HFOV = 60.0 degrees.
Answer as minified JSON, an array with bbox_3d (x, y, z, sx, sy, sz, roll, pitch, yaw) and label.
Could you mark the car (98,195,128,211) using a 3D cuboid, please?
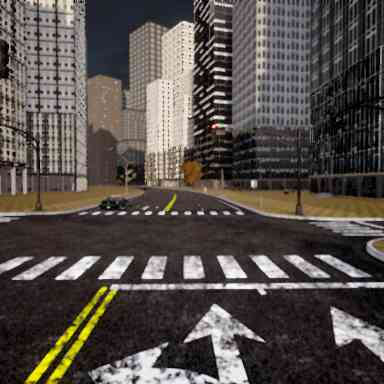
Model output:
[{"bbox_3d":[-7.167,0.950,30.591,1.895,1.301,4.718,0,1,-1],"label":"car"}]
